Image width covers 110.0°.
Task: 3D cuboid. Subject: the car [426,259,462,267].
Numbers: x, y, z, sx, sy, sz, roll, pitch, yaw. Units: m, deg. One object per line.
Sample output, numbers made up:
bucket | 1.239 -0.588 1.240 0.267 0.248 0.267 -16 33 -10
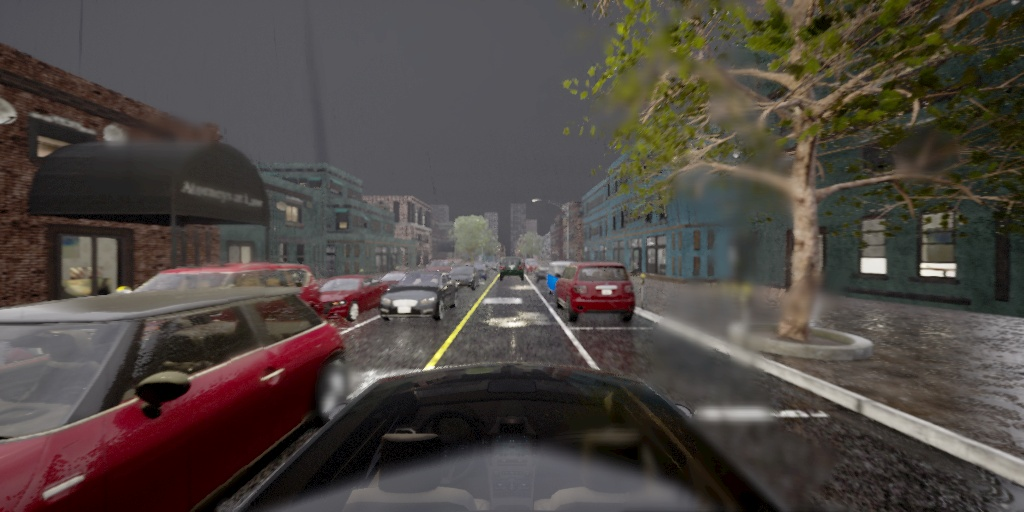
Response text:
car | -5.694 1.200 29.163 2.192 1.841 5.009 0 0 0

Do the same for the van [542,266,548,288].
van | 2.690 1.172 18.077 1.690 1.789 3.998 0 0 0

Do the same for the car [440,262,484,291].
car | -3.097 1.361 23.146 1.837 1.490 4.892 0 0 0

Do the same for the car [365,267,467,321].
car | -3.098 1.296 12.783 2.128 1.511 4.902 0 0 0

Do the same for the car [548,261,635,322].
car | 2.691 1.118 12.533 2.192 1.841 5.009 0 0 0

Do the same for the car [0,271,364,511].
car | -3.096 1.107 2.614 2.097 1.767 4.553 0 0 0

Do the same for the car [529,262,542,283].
car | 2.688 1.436 29.165 2.007 1.370 4.403 0 0 0

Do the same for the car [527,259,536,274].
car | 2.684 1.407 45.797 1.967 1.591 4.097 0 0 0

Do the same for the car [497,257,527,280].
car | -0.006 1.127 32.947 2.150 2.045 5.566 0 0 0

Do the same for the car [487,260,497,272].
car | -3.012 1.494 51.190 1.837 1.490 4.892 0 0 0

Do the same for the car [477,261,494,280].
car | -3.056 1.452 33.107 2.033 1.411 5.357 0 0 0

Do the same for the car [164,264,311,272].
car | -5.688 1.091 6.987 2.192 1.841 5.009 0 0 0
